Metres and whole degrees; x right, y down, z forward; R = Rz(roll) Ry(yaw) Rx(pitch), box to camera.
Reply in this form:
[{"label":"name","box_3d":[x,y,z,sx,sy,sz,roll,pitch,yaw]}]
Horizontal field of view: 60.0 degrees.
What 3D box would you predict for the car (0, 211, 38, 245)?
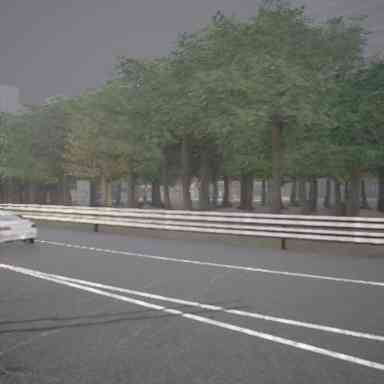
[{"label":"car","box_3d":[-8.505,1.537,14.312,4.674,1.442,1.812,0,0,35]}]
